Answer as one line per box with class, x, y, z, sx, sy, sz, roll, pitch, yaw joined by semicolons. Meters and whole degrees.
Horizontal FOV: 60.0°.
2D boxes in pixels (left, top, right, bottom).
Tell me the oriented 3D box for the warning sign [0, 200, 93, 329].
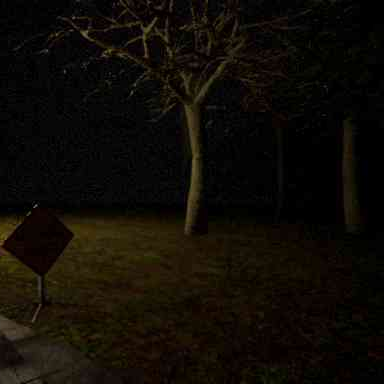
warning sign;-2.629;1.106;5.777;1.060;1.860;1.300;-2;1;35
